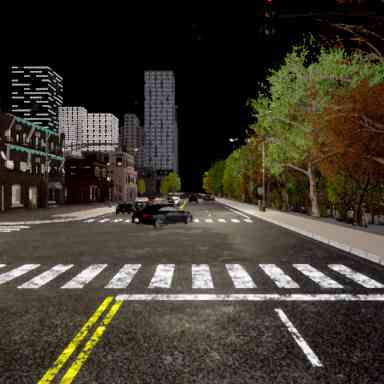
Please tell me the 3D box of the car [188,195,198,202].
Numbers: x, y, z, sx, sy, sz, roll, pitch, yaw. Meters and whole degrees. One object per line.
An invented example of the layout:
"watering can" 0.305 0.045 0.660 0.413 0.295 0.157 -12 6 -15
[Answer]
"car" 0.225 1.481 64.287 1.837 1.490 4.892 0 0 0

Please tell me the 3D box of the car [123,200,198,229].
"car" -1.893 1.520 21.700 1.812 1.442 4.674 1 1 39

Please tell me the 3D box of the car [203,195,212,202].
"car" 3.392 1.448 74.292 1.882 1.535 5.008 0 0 0

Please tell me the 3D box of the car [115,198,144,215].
"car" -6.527 1.553 33.962 1.994 1.385 4.181 0 0 0

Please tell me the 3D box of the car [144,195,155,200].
"car" -6.508 1.477 42.839 2.128 1.511 4.902 0 0 0

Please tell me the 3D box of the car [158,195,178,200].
"car" -3.248 1.490 44.511 1.837 1.490 4.892 0 0 0

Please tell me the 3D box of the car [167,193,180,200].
"car" -3.210 1.201 55.236 2.150 2.045 5.566 0 0 1

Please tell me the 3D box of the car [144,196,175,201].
"car" -3.275 1.481 34.270 2.128 1.511 4.902 0 0 0

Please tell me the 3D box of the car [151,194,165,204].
"car" -6.430 1.329 62.651 2.097 1.767 4.553 0 0 1

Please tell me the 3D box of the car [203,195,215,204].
"car" 3.475 1.466 64.024 2.128 1.511 4.902 0 0 0

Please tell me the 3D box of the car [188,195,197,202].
"car" 0.146 1.494 74.630 1.812 1.442 4.674 0 0 0
